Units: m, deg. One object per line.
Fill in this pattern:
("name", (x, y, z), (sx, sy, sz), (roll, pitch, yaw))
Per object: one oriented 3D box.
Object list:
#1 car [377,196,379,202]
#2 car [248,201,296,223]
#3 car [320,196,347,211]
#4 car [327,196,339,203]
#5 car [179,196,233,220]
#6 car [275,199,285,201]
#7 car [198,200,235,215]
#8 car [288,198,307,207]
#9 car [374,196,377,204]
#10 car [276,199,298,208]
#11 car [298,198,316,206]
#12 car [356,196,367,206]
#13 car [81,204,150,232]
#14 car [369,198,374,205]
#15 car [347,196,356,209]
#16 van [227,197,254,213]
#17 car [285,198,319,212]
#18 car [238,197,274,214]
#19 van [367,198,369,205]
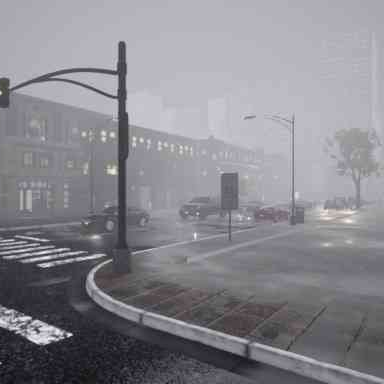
("car", (41.534, 2.037, 76.743), (1.802, 1.307, 4.206), (0, -1, 35))
("car", (6.564, 1.670, 27.027), (1.887, 1.381, 4.507), (0, 0, 35))
("car", (19.252, 1.676, 45.125), (1.967, 1.590, 4.097), (0, -1, 35))
("car", (34.683, 1.893, 81.571), (1.967, 1.590, 4.097), (0, -1, 35))
("car", (1.157, 1.340, 29.490), (2.150, 2.045, 5.566), (0, 0, 35))
("car", (12.304, 1.759, 49.812), (1.752, 1.417, 4.829), (0, -1, 35))
("car", (2.755, 1.674, 36.261), (1.752, 1.417, 4.829), (0, 0, 35))
("car", (18.768, 1.846, 58.985), (2.008, 1.369, 4.403), (0, -1, 35))
("car", (38.449, 1.948, 72.366), (1.752, 1.417, 4.829), (0, -1, 35))
("car", (15.585, 1.815, 54.468), (2.008, 1.369, 4.403), (0, -1, 35))
("car", (21.951, 1.876, 63.503), (2.008, 1.369, 4.403), (0, -1, 35))
("car", (28.802, 1.642, 58.678), (2.192, 1.841, 5.009), (0, -1, 35))
("car", (-4.732, 1.578, 21.173), (1.837, 1.490, 4.892), (0, 0, 34))
("car", (35.168, 1.971, 67.709), (1.802, 1.307, 4.206), (0, -1, 35))
("car", (22.435, 1.581, 49.643), (2.192, 1.841, 5.009), (0, -1, 35))
("van", (6.035, 1.518, 40.918), (1.690, 1.788, 3.998), (0, 0, 35))
("car", (13.911, 1.753, 42.035), (2.033, 1.411, 5.357), (0, 0, 35))
("car", (7.072, 1.660, 37.861), (2.128, 1.511, 4.902), (0, 0, 35))
("van", (31.985, 1.699, 63.194), (1.690, 1.788, 3.998), (0, -1, 35))
